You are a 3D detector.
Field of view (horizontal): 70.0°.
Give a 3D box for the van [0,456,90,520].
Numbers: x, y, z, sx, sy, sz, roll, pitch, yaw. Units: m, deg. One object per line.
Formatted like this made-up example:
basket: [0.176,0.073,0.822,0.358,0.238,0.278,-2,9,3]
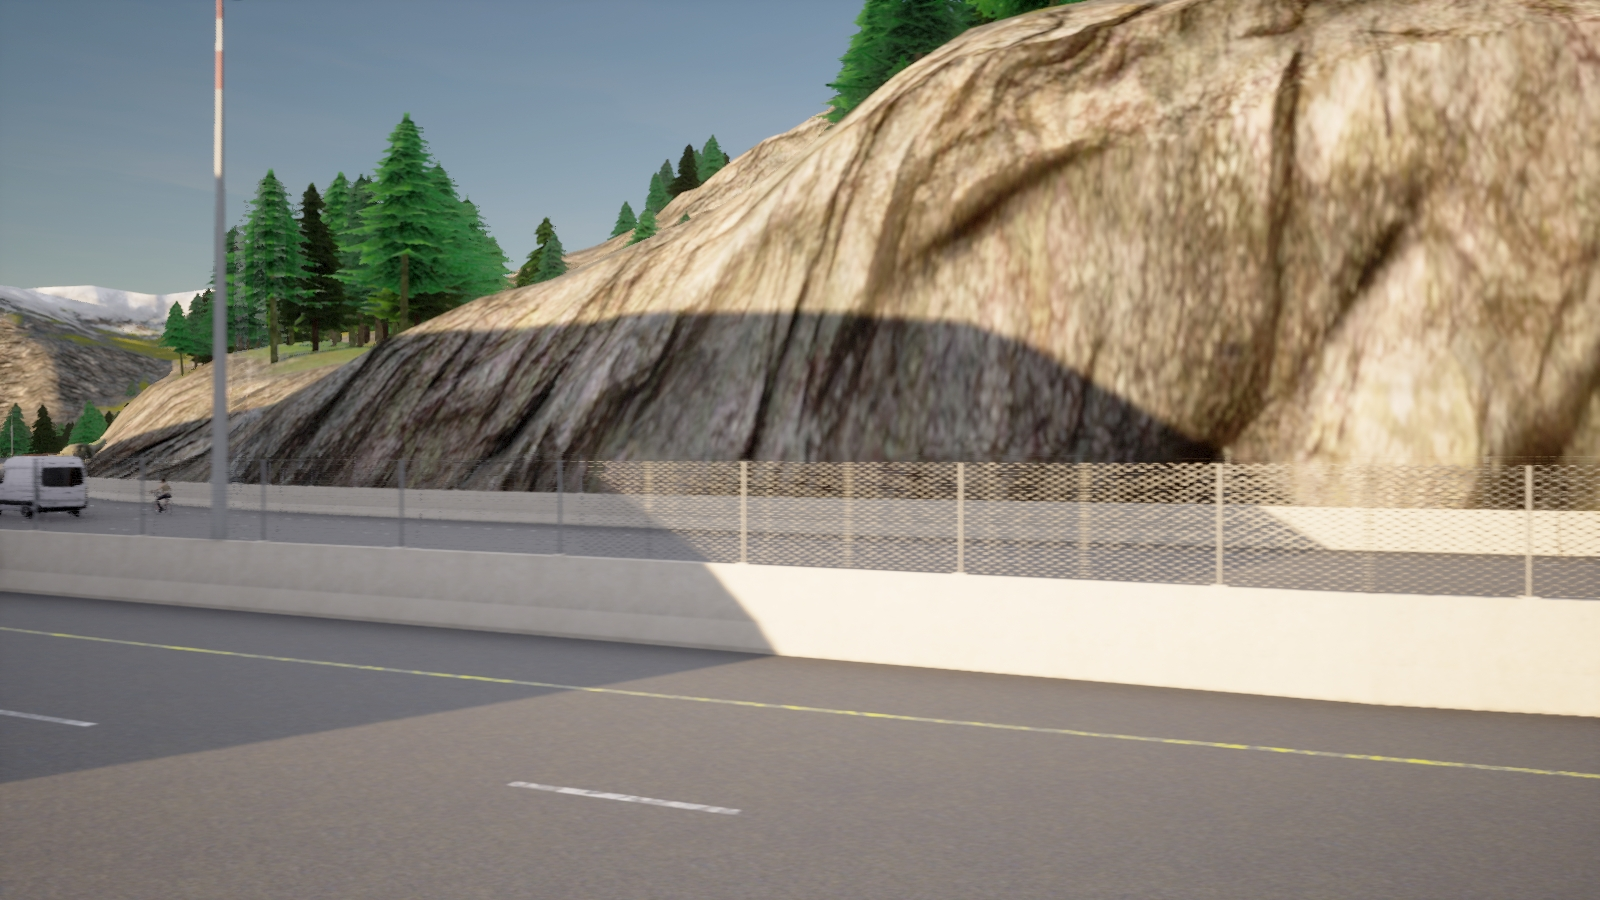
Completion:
van: [-32.686,1.558,48.852,5.915,2.561,1.988,0,0,37]
